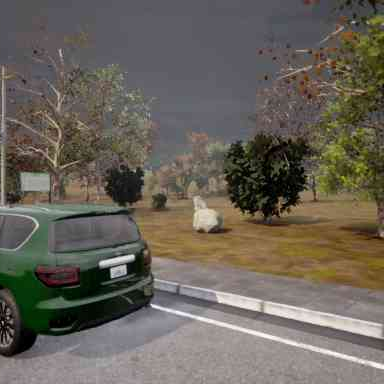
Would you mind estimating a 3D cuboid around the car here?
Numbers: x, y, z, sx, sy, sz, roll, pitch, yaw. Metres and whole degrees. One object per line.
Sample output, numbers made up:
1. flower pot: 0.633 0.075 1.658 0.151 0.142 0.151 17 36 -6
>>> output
1. car: -3.230 1.221 6.279 5.566 2.045 2.150 0 0 35
